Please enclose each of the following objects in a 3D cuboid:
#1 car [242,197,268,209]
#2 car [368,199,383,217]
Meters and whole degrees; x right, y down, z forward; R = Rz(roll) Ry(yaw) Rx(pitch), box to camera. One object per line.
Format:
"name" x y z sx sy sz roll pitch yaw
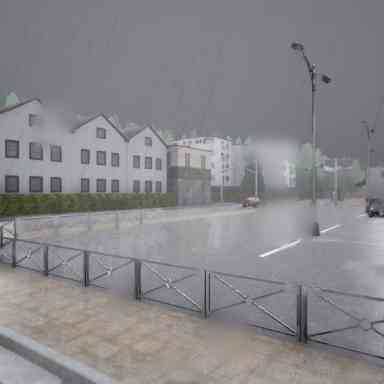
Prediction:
"car" 8.104 1.334 42.799 1.812 1.442 4.674 0 0 36
"car" 15.488 1.298 26.767 2.007 1.523 4.514 0 0 35
